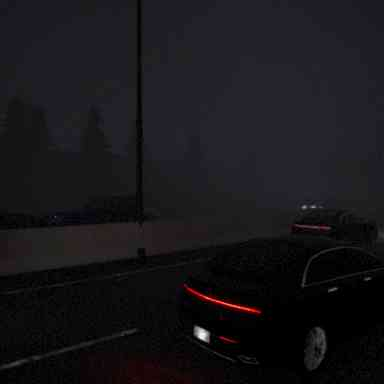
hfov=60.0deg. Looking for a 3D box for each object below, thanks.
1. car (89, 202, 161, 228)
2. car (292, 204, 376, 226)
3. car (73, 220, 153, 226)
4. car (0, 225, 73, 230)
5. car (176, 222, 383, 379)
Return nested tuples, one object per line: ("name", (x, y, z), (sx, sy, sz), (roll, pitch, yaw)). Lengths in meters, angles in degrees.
("car", (-4.549, 1.512, 23.214), (4.674, 1.442, 1.812), (0, 0, -43))
("car", (5.928, 1.473, 13.629), (4.902, 1.511, 2.128), (0, 0, -43))
("car", (-5.093, 1.213, 18.020), (5.566, 2.045, 2.150), (0, 0, -41))
("car", (-7.210, 1.477, 11.908), (5.008, 1.535, 1.882), (0, 0, -37))
("car", (2.011, 1.496, 5.568), (4.892, 1.490, 1.837), (0, 0, -38))
